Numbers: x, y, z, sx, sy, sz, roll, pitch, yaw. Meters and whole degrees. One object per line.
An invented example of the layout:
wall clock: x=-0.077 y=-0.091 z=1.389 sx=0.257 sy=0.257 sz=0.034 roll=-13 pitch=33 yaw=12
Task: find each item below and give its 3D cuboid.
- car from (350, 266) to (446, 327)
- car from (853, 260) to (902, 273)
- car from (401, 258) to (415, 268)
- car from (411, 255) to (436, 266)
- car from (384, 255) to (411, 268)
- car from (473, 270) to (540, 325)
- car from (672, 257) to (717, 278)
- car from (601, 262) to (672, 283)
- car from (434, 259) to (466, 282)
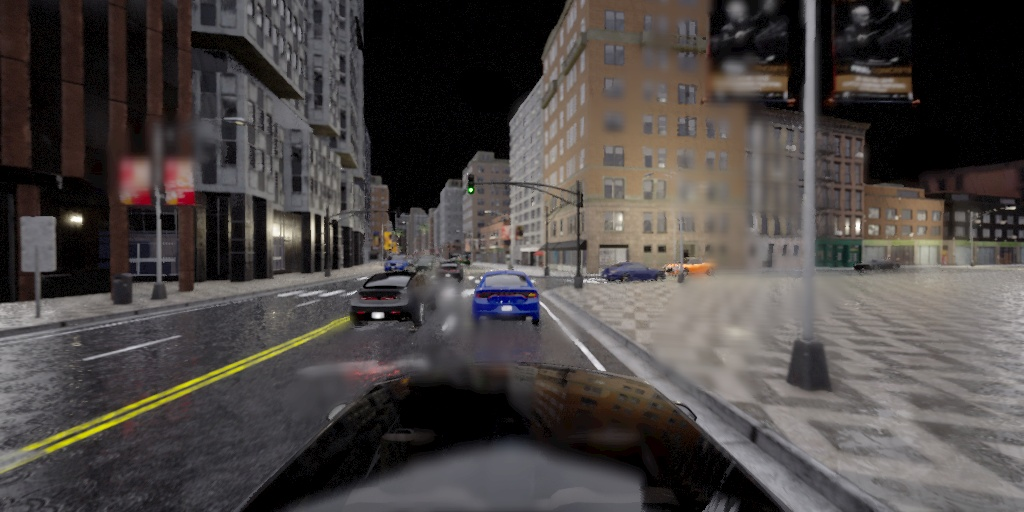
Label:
car: x=-3.465 y=1.237 z=11.425 sx=1.837 sy=1.490 sz=4.892 roll=0 pitch=0 yaw=-2
car: x=38.924 y=1.059 z=38.252 sx=4.718 sy=1.301 sz=1.895 roll=0 pitch=0 yaw=-17
car: x=-16.864 y=1.145 z=58.110 sx=1.882 sy=1.535 sz=5.008 roll=0 pitch=0 yaw=-13
car: x=-10.280 y=1.031 z=42.301 sx=2.097 sy=1.767 sz=4.553 roll=0 pitch=0 yaw=-10
car: x=-13.548 y=0.905 z=42.186 sx=2.150 sy=2.045 sz=5.566 roll=0 pitch=0 yaw=-10
car: x=-0.225 y=1.206 z=11.786 sx=1.882 sy=1.535 sz=5.008 roll=0 pitch=0 yaw=-2
car: x=15.194 y=0.930 z=30.867 sx=4.553 sy=1.767 sz=2.097 roll=0 pitch=1 yaw=-17
car: x=8.624 y=1.167 z=25.516 sx=4.674 sy=1.442 sz=1.812 roll=0 pitch=0 yaw=-19
car: x=-4.789 y=1.202 z=28.316 sx=1.837 sy=1.490 sz=4.892 roll=0 pitch=0 yaw=-6
